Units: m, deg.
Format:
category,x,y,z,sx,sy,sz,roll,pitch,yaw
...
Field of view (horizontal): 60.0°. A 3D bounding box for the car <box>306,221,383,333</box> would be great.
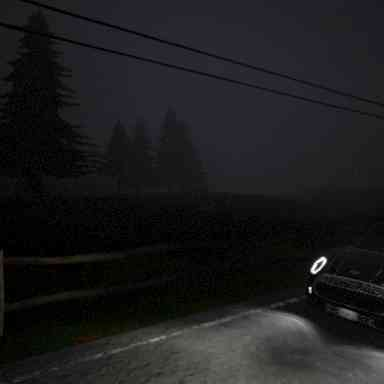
category,x,y,z,sx,sy,sz,roll,pitch,yaw
car,4.336,1.351,6.532,4.553,1.767,2.097,0,0,-34
